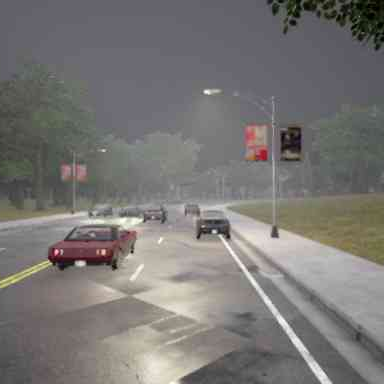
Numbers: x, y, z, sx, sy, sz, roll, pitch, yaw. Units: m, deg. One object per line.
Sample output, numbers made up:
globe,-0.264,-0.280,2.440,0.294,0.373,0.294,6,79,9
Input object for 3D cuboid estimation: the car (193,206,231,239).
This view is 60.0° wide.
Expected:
car,1.135,1.782,19.164,1.837,1.490,4.892,0,-1,0

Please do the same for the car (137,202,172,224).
car,-3.155,1.919,29.403,2.128,1.511,4.902,0,-1,0

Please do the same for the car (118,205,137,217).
car,-6.597,2.091,35.969,1.994,1.385,4.181,0,-1,0

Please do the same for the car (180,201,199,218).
car,0.019,2.104,41.546,2.128,1.511,4.902,0,-1,0

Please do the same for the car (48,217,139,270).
car,-3.151,1.768,11.641,1.895,1.301,4.718,0,-1,0

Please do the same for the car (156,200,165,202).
car,-7.334,2.466,77.492,1.994,1.385,4.181,0,-1,9

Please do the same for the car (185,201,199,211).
car,0.041,2.290,54.903,1.882,1.535,5.008,0,-1,3

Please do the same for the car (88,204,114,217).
car,-9.851,2.022,36.216,2.128,1.511,4.902,0,-1,0

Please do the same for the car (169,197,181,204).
car,-3.894,2.166,78.211,2.150,2.045,5.566,0,-1,9
